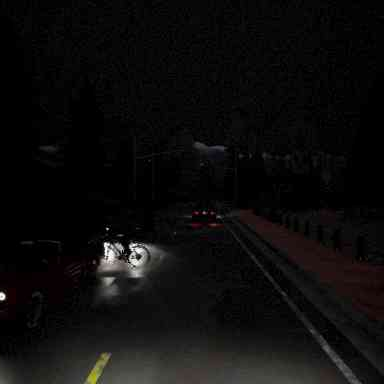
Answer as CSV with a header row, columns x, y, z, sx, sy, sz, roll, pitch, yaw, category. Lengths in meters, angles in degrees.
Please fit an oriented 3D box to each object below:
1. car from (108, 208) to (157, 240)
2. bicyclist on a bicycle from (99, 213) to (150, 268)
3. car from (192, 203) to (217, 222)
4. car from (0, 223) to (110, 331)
x,y,z,sx,sy,sz,roll,pitch,yaw,category
-3.025,1.548,17.427,2.033,1.411,5.357,0,0,2,car
-2.059,1.453,9.764,1.656,1.620,0.582,-1,0,2,bicyclist on a bicycle
0.975,1.547,26.318,2.033,1.411,5.357,0,0,2,car
-3.404,1.601,7.001,1.895,1.301,4.718,0,0,2,car
